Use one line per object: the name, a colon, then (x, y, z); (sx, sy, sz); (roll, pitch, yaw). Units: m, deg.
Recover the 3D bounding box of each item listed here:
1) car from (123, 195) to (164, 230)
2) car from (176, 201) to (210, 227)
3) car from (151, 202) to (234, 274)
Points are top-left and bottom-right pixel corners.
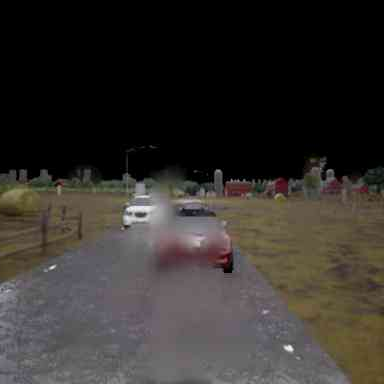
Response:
car: (-2.835, 1.201, 21.173); (2.150, 2.045, 5.566); (0, 0, 0)
car: (0.074, 1.472, 23.549); (2.128, 1.511, 4.902); (0, 0, 0)
car: (0.081, 1.341, 10.722); (2.097, 1.767, 4.553); (0, 0, 0)
